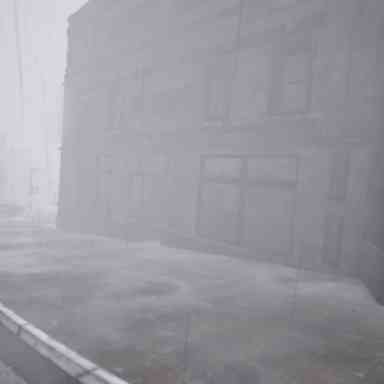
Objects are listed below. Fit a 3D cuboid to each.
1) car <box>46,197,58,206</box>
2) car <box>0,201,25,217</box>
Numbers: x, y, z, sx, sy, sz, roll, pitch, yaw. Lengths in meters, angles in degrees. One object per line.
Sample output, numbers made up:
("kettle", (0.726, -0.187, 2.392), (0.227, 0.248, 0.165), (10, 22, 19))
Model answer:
("car", (-24.904, 1.756, 60.553), (2.128, 1.511, 4.902), (4, 0, -2))
("car", (-19.694, 1.760, 35.845), (2.128, 1.511, 4.902), (4, -1, -7))
